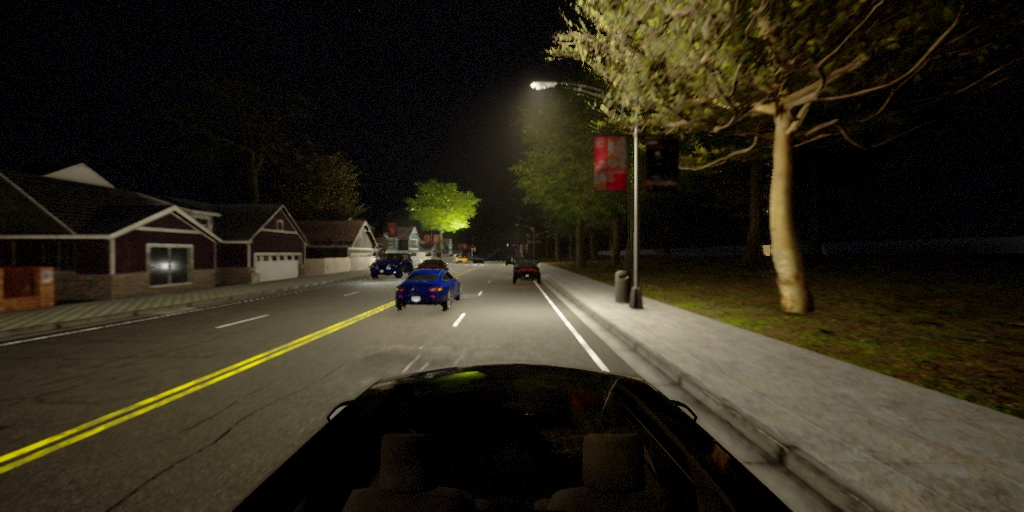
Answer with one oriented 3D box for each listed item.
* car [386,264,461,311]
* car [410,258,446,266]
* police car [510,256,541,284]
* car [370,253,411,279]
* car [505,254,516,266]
[{"bbox_3d":[-3.149,1.230,14.069,1.812,1.442,4.674,0,0,0],"label":"car"},{"bbox_3d":[-6.596,1.020,29.771,1.882,1.535,5.008,0,1,0],"label":"car"},{"bbox_3d":[0.974,1.016,25.468,1.930,1.638,5.238,0,1,0],"label":"police car"},{"bbox_3d":[-9.848,0.761,29.863,2.150,2.045,5.566,0,1,0],"label":"car"},{"bbox_3d":[-0.002,0.708,58.692,2.097,1.767,4.553,0,0,0],"label":"car"}]
